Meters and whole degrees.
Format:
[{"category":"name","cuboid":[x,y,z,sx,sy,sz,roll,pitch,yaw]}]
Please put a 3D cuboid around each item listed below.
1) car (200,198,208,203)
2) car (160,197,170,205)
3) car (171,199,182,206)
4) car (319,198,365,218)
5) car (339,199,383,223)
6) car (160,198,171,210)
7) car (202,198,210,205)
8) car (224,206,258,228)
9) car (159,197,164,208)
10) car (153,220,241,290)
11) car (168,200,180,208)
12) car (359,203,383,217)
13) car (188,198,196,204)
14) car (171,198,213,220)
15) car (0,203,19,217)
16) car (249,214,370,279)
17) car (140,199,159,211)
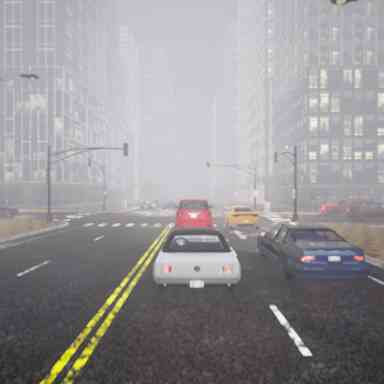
[{"category":"car","cuboid":[3.331,2.350,91.112,2.033,1.411,5.357,0,0,0]},{"category":"car","cuboid":[-6.430,2.068,79.332,2.097,1.767,4.553,0,0,0]},{"category":"car","cuboid":[-3.188,2.161,70.240,2.128,1.511,4.902,0,0,0]},{"category":"car","cuboid":[16.431,1.684,35.264,5.566,2.045,2.150,1,0,1]},{"category":"car","cuboid":[16.227,1.812,29.479,5.009,1.841,2.192,0,0,1]},{"category":"car","cuboid":[-3.295,2.023,49.892,1.994,1.385,4.181,0,-1,0]},{"category":"car","cuboid":[3.322,2.203,80.754,1.882,1.535,5.008,0,0,0]},{"category":"car","cuboid":[3.375,1.705,23.273,1.882,1.535,5.008,0,-1,0]},{"category":"car","cuboid":[-6.501,2.017,59.132,1.882,1.535,5.008,0,-1,-1]},{"category":"car","cuboid":[0.107,1.690,9.297,1.895,1.301,4.718,0,-1,0]},{"category":"car","cuboid":[-3.266,2.147,59.851,1.895,1.301,4.718,0,0,0]},{"category":"car","cuboid":[21.843,2.018,37.758,4.829,1.417,1.752,0,0,1]},{"category":"car","cuboid":[0.072,2.250,80.896,1.812,1.442,4.674,0,0,0]},{"category":"car","cuboid":[0.117,1.416,20.598,2.150,2.045,5.566,0,0,1]},{"category":"car","cuboid":[-19.364,1.731,32.685,4.181,1.385,1.994,1,0,1]},{"category":"car","cuboid":[3.364,1.647,10.371,2.033,1.411,5.357,0,-1,0]},{"category":"car","cuboid":[-6.551,1.947,49.458,2.128,1.511,4.902,0,-1,0]}]
